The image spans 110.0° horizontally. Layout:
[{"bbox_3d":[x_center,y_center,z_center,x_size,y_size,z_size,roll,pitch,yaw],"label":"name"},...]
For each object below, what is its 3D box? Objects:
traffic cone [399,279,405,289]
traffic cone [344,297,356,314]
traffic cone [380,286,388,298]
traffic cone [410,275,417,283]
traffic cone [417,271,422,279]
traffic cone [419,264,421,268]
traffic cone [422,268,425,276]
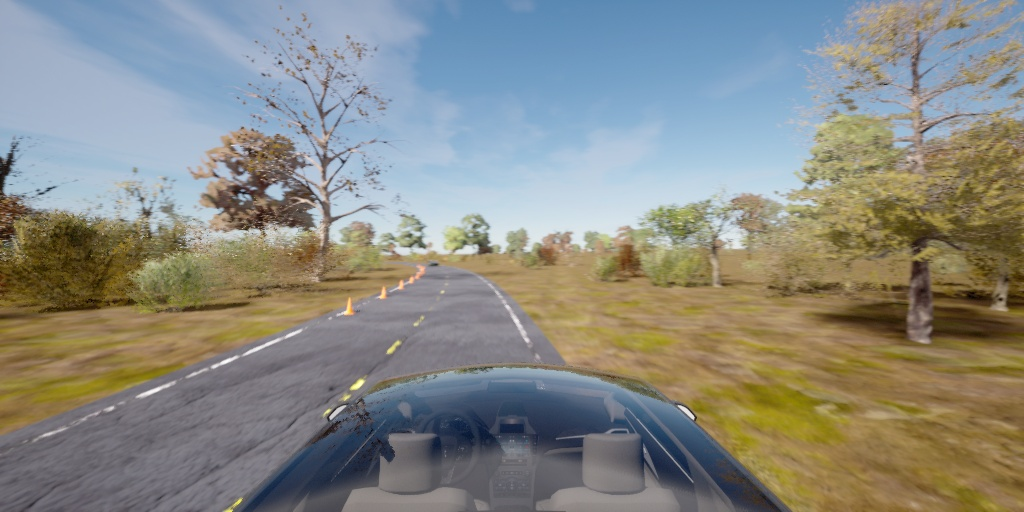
[{"bbox_3d":[-6.933,1.759,22.536,0.340,0.580,0.340,0,0,-8],"label":"traffic cone"},{"bbox_3d":[-5.743,1.751,12.710,0.340,0.580,0.340,0,0,-6],"label":"traffic cone"},{"bbox_3d":[-6.292,1.755,17.628,0.340,0.580,0.340,0,0,-7],"label":"traffic cone"},{"bbox_3d":[-7.666,1.764,27.430,0.340,0.580,0.340,0,0,-9],"label":"traffic cone"},{"bbox_3d":[-8.491,1.770,32.310,0.340,0.580,0.340,0,0,-10],"label":"traffic cone"},{"bbox_3d":[-13.991,1.811,56.427,0.340,0.580,0.340,0,0,-16],"label":"traffic cone"},{"bbox_3d":[-9.409,1.776,37.173,0.340,0.580,0.340,0,0,-11],"label":"traffic cone"}]
